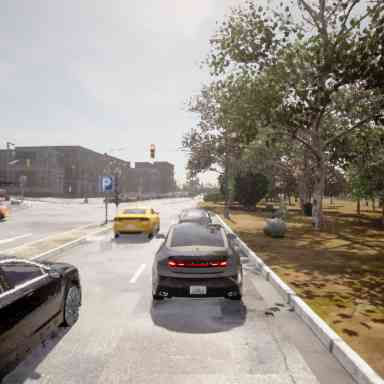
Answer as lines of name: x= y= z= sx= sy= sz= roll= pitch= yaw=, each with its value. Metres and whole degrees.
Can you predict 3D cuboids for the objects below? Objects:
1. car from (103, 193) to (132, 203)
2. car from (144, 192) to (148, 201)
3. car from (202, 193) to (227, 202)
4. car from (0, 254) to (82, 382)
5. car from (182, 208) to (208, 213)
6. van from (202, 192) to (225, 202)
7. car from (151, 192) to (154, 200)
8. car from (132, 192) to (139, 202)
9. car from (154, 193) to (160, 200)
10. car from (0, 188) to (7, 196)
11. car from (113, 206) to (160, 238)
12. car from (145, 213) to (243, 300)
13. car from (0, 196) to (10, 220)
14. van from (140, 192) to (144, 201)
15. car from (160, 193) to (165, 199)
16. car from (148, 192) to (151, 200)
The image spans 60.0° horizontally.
car: x=-14.444 y=1.359 z=63.279 sx=4.792 sy=1.488 sz=2.163 roll=-1 pitch=0 yaw=-15
car: x=-13.013 y=1.322 z=75.234 sx=4.892 sy=1.521 sz=2.231 roll=-1 pitch=0 yaw=-14
car: x=4.667 y=1.142 z=68.843 sx=4.553 sy=1.767 sz=2.185 roll=1 pitch=0 yaw=-14
car: x=-2.898 y=1.495 z=4.085 sx=2.128 sy=1.511 sz=4.902 roll=0 pitch=0 yaw=0
car: x=0.156 y=1.572 z=18.099 sx=2.033 sy=1.411 sz=5.357 roll=0 pitch=0 yaw=1
van: x=4.283 y=1.043 z=65.874 sx=4.442 sy=1.987 sz=1.878 roll=1 pitch=0 yaw=-14
car: x=-12.268 y=1.359 z=81.231 sx=4.674 sy=1.452 sz=2.002 roll=-1 pitch=0 yaw=-13
car: x=-13.800 y=1.316 z=66.271 sx=5.366 sy=1.575 sz=1.946 roll=-1 pitch=0 yaw=-15
car: x=-11.453 y=1.358 z=87.213 sx=4.674 sy=1.452 sz=2.002 roll=-1 pitch=0 yaw=-12
car: x=-31.165 y=0.137 z=54.147 sx=2.002 sy=1.452 sz=4.674 roll=6 pitch=-3 yaw=-19
car: x=-2.842 y=1.503 z=17.878 sx=1.882 sy=1.535 sz=5.008 roll=0 pitch=-1 yaw=0
car: x=0.109 y=1.514 z=8.397 sx=1.837 sy=1.490 sz=4.892 roll=0 pitch=0 yaw=0
car: x=-16.627 y=1.404 z=25.473 sx=4.553 sy=1.767 sz=2.185 roll=-1 pitch=0 yaw=-19
van: x=-13.241 y=1.093 z=72.263 sx=4.442 sy=1.987 sz=1.878 roll=-1 pitch=0 yaw=-14
car: x=-11.003 y=1.065 z=90.220 sx=5.566 sy=2.045 sz=2.435 roll=-1 pitch=0 yaw=-12
car: x=-12.640 y=1.360 z=78.230 sx=4.674 sy=1.452 sz=2.002 roll=-1 pitch=0 yaw=-13
